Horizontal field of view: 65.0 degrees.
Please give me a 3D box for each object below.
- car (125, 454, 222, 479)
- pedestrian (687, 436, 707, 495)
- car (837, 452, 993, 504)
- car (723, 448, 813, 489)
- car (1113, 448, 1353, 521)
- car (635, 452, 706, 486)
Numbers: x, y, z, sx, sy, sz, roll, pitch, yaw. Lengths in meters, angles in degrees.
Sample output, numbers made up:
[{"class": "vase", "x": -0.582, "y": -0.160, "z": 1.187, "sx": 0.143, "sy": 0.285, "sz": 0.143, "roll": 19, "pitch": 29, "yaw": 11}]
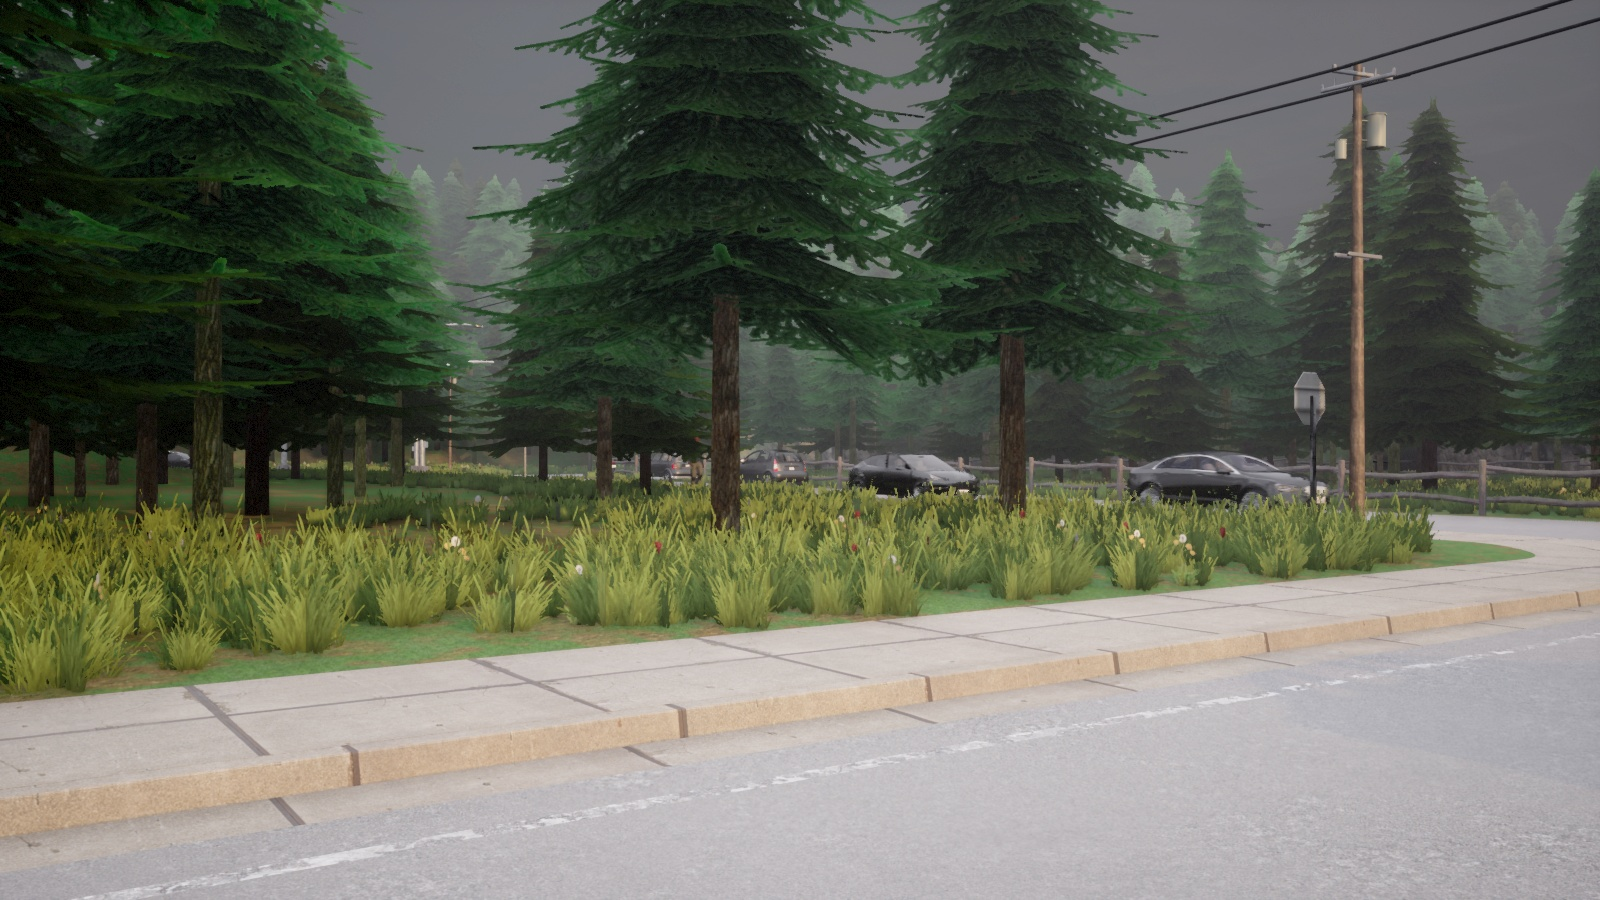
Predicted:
[{"class": "car", "x": -37.496, "y": 0.986, "z": 75.232, "sx": 4.892, "sy": 1.490, "sz": 1.837, "roll": 0, "pitch": 0, "yaw": -5}, {"class": "pedestrian", "x": -3.252, "y": 0.484, "z": 39.469, "sx": 0.370, "sy": 1.835, "sz": 0.726, "roll": 0, "pitch": 0, "yaw": -28}, {"class": "car", "x": 3.414, "y": 0.801, "z": 38.206, "sx": 2.163, "sy": 1.488, "sz": 4.792, "roll": 0, "pitch": 0, "yaw": -34}, {"class": "car", "x": -1.374, "y": 0.745, "z": 51.663, "sx": 1.851, "sy": 1.617, "sz": 3.988, "roll": 0, "pitch": 0, "yaw": -34}, {"class": "car", "x": 9.682, "y": 0.715, "z": 28.520, "sx": 2.128, "sy": 1.511, "sz": 4.902, "roll": 0, "pitch": 0, "yaw": -32}, {"class": "car", "x": -6.080, "y": 0.853, "z": 58.738, "sx": 1.789, "sy": 1.549, "sz": 3.705, "roll": 0, "pitch": 0, "yaw": -34}]
